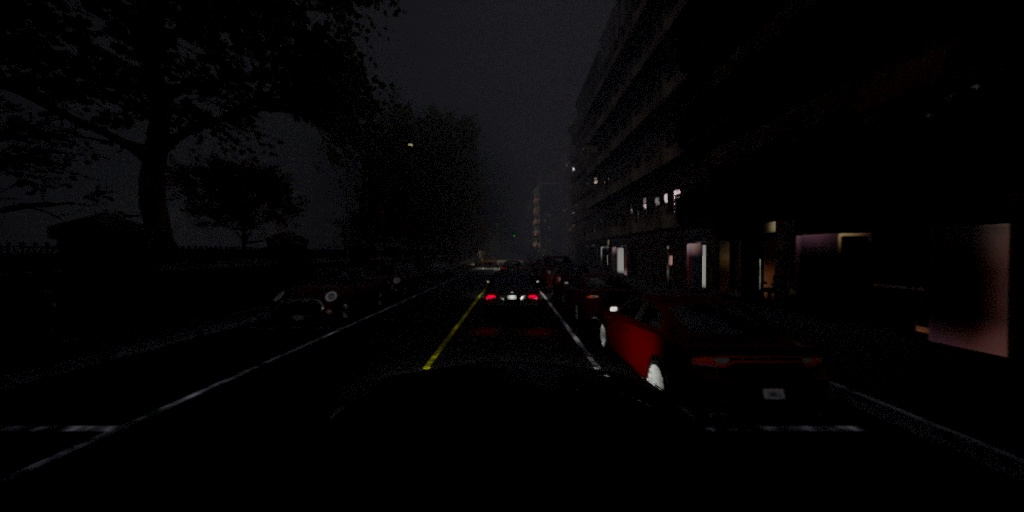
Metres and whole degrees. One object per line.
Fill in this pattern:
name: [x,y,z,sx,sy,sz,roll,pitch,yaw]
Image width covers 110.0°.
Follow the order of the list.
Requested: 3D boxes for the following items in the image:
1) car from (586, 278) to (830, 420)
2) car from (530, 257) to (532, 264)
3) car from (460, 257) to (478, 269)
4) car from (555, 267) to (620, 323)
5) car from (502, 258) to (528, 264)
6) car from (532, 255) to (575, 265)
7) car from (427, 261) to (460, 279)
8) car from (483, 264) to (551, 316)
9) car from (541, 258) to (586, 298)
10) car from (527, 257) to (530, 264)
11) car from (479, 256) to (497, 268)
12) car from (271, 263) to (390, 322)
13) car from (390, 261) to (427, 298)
car: [2.691,1.257,5.914,1.888,1.381,4.507,0,0,0]
car: [2.686,0.951,28.434,1.967,1.591,4.097,0,0,0]
car: [-5.697,0.891,45.152,1.751,1.417,4.829,0,0,0]
car: [2.689,1.206,11.544,1.888,1.381,4.507,0,0,0]
car: [0.042,1.062,30.065,1.994,1.385,4.181,0,1,1]
car: [2.687,0.876,22.803,2.192,1.841,5.009,0,0,0]
car: [-5.694,1.061,28.432,2.007,1.370,4.403,0,0,0]
car: [0.021,1.198,12.708,2.033,1.411,5.357,0,1,0]
car: [2.689,1.051,17.173,1.967,1.591,4.097,0,0,0]
car: [2.683,0.806,45.323,1.967,1.591,4.097,0,0,0]
car: [-3.099,0.803,50.132,1.882,1.535,5.008,0,0,0]
car: [-5.691,1.101,11.543,1.967,1.591,4.097,0,0,0]
car: [-5.692,1.051,17.171,1.967,1.591,4.097,0,0,0]
